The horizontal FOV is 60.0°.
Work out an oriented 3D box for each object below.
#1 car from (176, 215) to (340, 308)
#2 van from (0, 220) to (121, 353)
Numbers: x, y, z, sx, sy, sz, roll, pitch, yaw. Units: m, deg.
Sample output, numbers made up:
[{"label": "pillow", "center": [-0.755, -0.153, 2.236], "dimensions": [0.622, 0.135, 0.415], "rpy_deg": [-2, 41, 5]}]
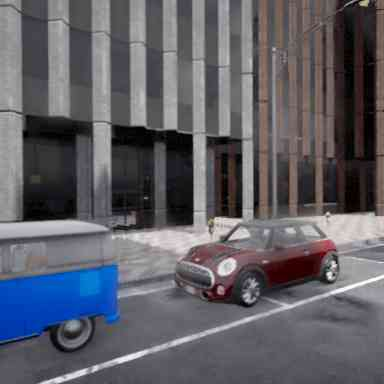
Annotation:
[{"label": "car", "center": [1.596, 1.411, 7.791], "dimensions": [4.097, 1.590, 1.967], "rpy_deg": [0, 0, -36]}, {"label": "van", "center": [-2.993, 1.341, 4.517], "dimensions": [3.998, 1.788, 1.690], "rpy_deg": [0, 0, -36]}]
